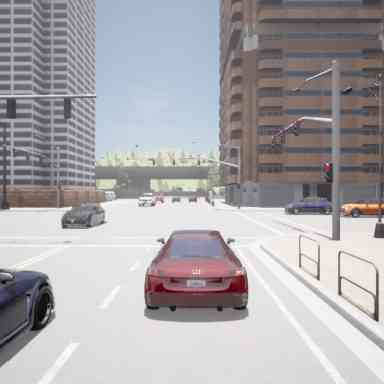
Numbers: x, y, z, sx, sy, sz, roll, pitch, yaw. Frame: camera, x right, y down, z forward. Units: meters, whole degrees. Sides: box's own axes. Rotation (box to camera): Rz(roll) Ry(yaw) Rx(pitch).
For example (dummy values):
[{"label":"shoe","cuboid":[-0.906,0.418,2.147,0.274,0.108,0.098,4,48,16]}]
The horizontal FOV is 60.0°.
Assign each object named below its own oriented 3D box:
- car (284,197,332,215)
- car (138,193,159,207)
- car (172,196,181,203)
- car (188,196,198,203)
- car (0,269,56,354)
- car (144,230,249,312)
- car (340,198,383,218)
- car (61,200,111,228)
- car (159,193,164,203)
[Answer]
[{"label":"car","cuboid":[11.601,1.352,33.240,4.553,1.767,2.097,0,0,2]},{"label":"car","cuboid":[-7.001,1.221,52.214,2.150,2.045,5.566,0,0,0]},{"label":"car","cuboid":[-3.338,1.542,71.995,2.033,1.411,5.357,0,0,0]},{"label":"car","cuboid":[0.155,1.516,72.289,2.128,1.511,4.902,0,0,0]},{"label":"car","cuboid":[-3.432,1.564,4.247,1.994,1.385,4.181,0,0,1]},{"label":"car","cuboid":[0.094,1.564,7.815,1.994,1.385,4.181,0,0,1]},{"label":"car","cuboid":[15.571,1.352,29.652,4.553,1.767,2.097,0,0,1]},{"label":"car","cuboid":[-7.061,1.505,22.060,1.837,1.490,4.892,0,0,0]},{"label":"car","cuboid":[-6.901,1.222,67.118,2.150,2.045,5.566,0,0,1]}]
